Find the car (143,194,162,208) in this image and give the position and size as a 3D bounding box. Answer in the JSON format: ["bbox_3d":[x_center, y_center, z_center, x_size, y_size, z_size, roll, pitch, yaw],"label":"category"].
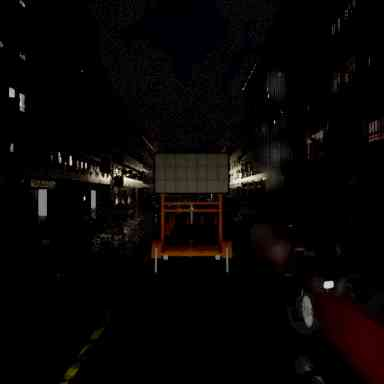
[{"bbox_3d":[-5.743,1.305,48.989,2.192,1.841,5.009,0,0,0],"label":"car"}]

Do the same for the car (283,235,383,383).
[{"bbox_3d":[2.689,1.545,3.903,1.887,1.381,4.507,0,0,0],"label":"car"}]

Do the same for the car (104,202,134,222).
[{"bbox_3d":[-5.718,1.523,26.272,1.752,1.417,4.829,0,0,0],"label":"car"}]

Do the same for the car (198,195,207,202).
[{"bbox_3d":[2.604,1.503,77.346,1.752,1.417,4.829,0,0,0],"label":"car"}]

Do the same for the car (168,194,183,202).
[{"bbox_3d":[-3.075,1.204,66.641,2.150,2.045,5.566,0,0,0],"label":"car"}]

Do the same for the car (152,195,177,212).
[{"bbox_3d":[-3.143,1.471,38.449,1.882,1.535,5.008,0,0,0],"label":"car"}]

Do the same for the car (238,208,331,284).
[{"bbox_3d":[2.682,1.440,9.540,1.967,1.590,4.097,0,0,0],"label":"car"}]

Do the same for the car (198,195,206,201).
[{"bbox_3d":[2.592,1.516,88.449,1.887,1.381,4.507,0,0,0],"label":"car"}]

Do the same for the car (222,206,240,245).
[{"bbox_3d":[2.676,1.550,15.176,2.008,1.369,4.403,0,0,0],"label":"car"}]

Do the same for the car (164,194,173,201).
[{"bbox_3d":[-5.782,1.415,82.806,1.967,1.590,4.097,0,0,0],"label":"car"}]

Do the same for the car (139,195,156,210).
[{"bbox_3d":[-5.737,1.432,43.353,1.967,1.590,4.097,0,0,0],"label":"car"}]

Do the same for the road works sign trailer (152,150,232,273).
[{"bbox_3d":[-0.011,0.464,10.669,2.380,3.560,2.880,0,0,0],"label":"road works sign trailer"}]

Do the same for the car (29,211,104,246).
[{"bbox_3d":[-5.705,1.565,15.169,1.947,1.339,4.313,0,0,0],"label":"car"}]

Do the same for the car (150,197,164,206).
[{"bbox_3d":[-5.751,1.570,54.626,1.802,1.307,4.206,0,0,0],"label":"car"}]

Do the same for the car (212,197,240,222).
[{"bbox_3d":[2.664,1.312,26.449,2.192,1.841,5.009,0,0,0],"label":"car"}]
